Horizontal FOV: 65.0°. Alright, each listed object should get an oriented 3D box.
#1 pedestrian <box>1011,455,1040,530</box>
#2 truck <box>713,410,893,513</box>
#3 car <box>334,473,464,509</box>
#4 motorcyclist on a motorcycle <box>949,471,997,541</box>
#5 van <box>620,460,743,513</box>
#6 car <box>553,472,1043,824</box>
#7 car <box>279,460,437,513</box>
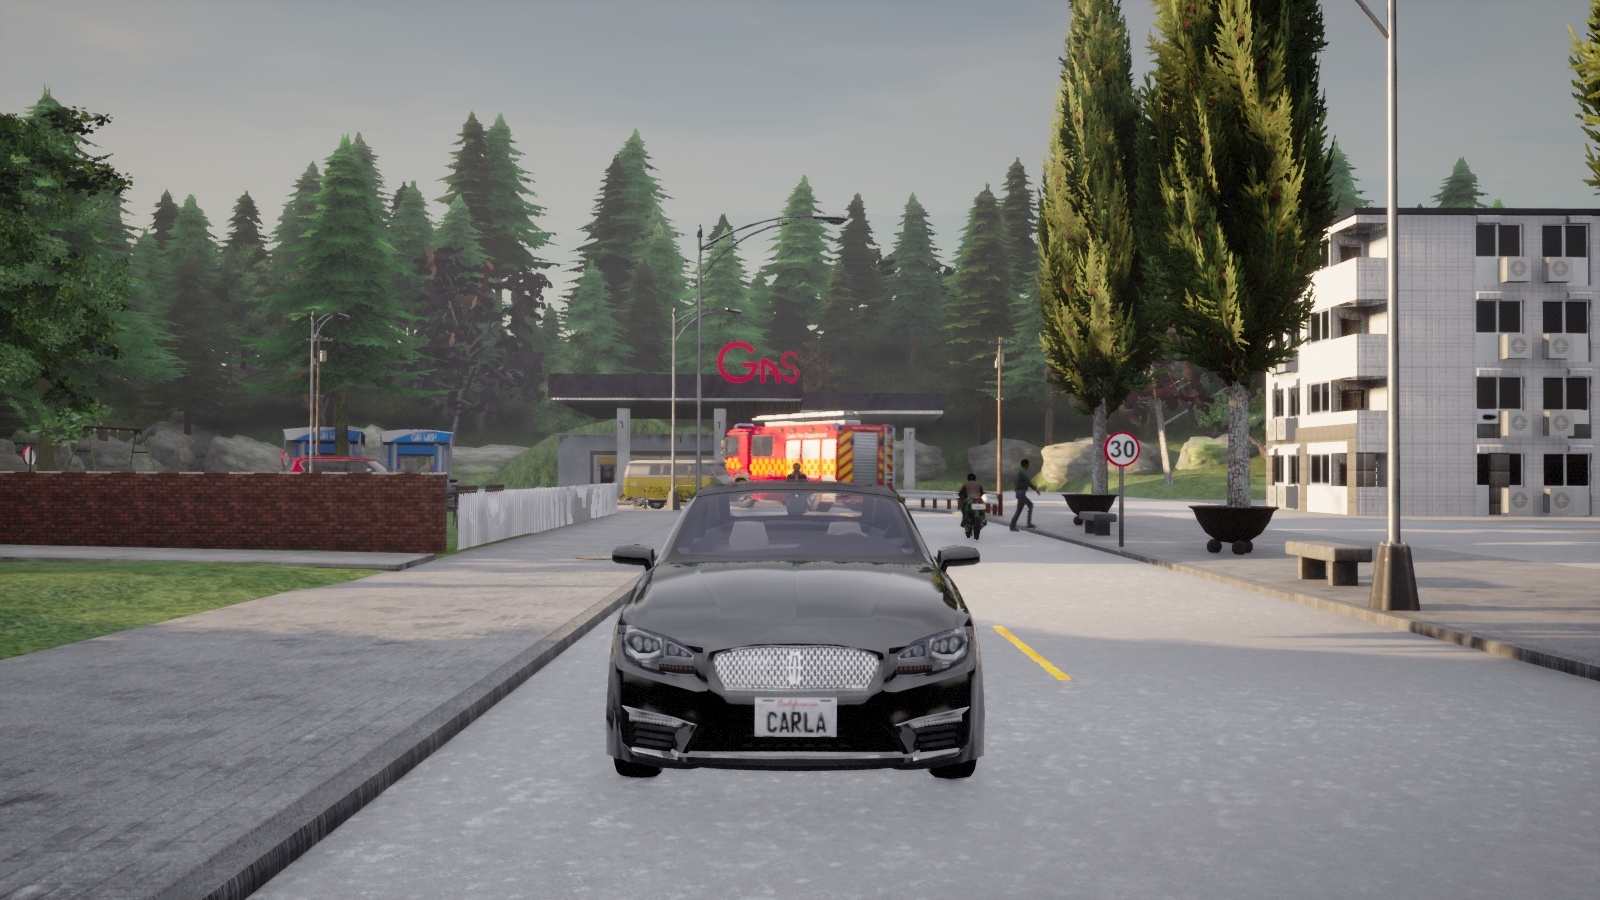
[{"bbox_3d":[5.635,1.060,31.376,0.614,1.847,0.353,0,-1,-5],"label":"pedestrian"},{"bbox_3d":[-0.070,0.506,50.960,2.891,3.827,8.468,1,-1,-36],"label":"truck"},{"bbox_3d":[-17.243,1.747,54.175,4.902,1.511,2.128,0,-1,0],"label":"car"},{"bbox_3d":[3.938,1.260,28.688,0.797,1.523,2.044,0,-2,0],"label":"motorcyclist on a motorcycle"},{"bbox_3d":[-4.629,1.408,49.024,4.442,1.987,1.775,-1,-1,21],"label":"van"},{"bbox_3d":[-0.019,0.903,7.912,2.128,1.511,4.902,0,-1,0],"label":"car"},{"bbox_3d":[-17.592,1.444,50.171,5.566,2.045,2.150,0,-1,0],"label":"car"}]
